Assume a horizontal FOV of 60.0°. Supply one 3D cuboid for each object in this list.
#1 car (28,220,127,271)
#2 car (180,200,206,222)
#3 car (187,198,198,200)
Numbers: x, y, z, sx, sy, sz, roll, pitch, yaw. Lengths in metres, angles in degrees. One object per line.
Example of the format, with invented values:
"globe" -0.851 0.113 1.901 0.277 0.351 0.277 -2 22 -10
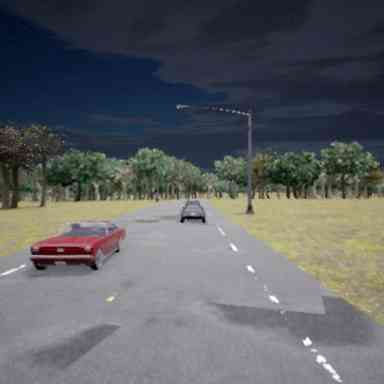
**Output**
"car" -3.589 1.658 11.305 1.895 1.301 4.718 0 0 0
"car" 0.089 1.629 27.275 1.994 1.385 4.181 0 0 0
"car" 0.089 1.557 45.099 2.128 1.511 4.902 0 0 0
